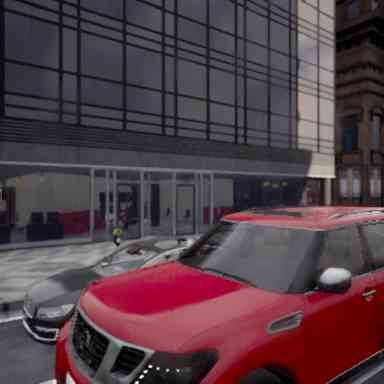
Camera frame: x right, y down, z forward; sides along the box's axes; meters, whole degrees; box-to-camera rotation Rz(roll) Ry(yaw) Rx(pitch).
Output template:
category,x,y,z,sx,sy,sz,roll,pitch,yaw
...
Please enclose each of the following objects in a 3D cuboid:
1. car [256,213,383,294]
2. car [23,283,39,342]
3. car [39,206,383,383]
category,x,y,z,sx,sy,sz,roll,pitch,yaw
car,3.974,1.482,9.373,4.097,1.590,1.967,0,-1,-35
car,-0.625,1.565,6.092,4.403,1.369,2.008,0,-1,-35
car,1.285,1.238,4.294,5.566,2.045,2.150,0,0,-36
